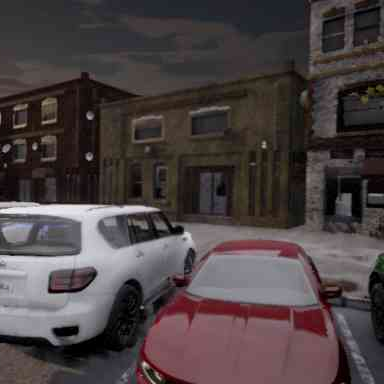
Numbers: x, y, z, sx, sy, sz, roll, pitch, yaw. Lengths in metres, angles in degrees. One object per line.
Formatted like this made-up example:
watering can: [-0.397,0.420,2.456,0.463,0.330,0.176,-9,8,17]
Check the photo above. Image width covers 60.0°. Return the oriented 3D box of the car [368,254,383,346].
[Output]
car: [3.352,1.228,3.053,2.435,2.045,5.566,0,-1,16]

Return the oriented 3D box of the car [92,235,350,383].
car: [0.906,1.492,4.770,2.097,1.535,5.008,0,-1,16]

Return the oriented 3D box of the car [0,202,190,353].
car: [-1.538,1.254,6.544,2.435,2.045,5.566,0,-1,15]
